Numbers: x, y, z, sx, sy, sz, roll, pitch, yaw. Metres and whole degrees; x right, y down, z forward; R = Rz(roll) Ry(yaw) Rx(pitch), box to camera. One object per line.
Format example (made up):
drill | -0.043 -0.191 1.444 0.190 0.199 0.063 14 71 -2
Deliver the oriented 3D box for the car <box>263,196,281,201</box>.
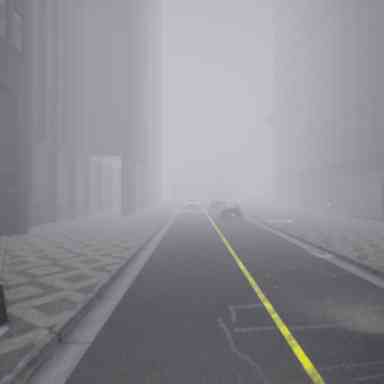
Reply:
car | 21.140 1.787 87.822 4.403 1.369 2.008 0 -1 0

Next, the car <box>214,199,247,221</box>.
car | 3.096 1.544 27.343 1.812 1.442 4.674 0 0 1

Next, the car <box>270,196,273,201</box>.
car | 21.125 1.667 79.298 4.313 1.339 1.947 0 -1 0

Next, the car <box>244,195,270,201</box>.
car | 15.455 1.621 79.288 4.403 1.369 2.008 0 -1 0

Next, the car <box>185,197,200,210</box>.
car | 0.067 1.503 43.703 1.882 1.535 5.008 0 0 0

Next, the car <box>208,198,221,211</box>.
car | 3.102 1.507 42.222 1.882 1.535 5.008 0 0 1
